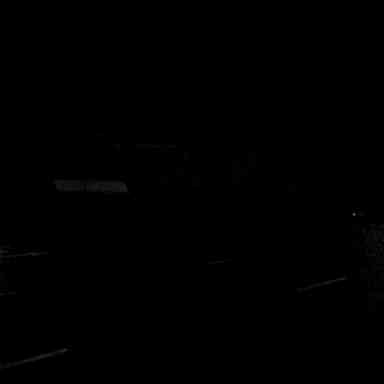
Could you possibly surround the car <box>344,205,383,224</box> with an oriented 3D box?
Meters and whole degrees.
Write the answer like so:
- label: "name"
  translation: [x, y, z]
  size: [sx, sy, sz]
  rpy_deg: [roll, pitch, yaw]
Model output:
- label: "car"
  translation: [14.514, 1.806, 27.063]
  size: [5.357, 1.411, 2.033]
  rpy_deg: [1, 0, -36]
